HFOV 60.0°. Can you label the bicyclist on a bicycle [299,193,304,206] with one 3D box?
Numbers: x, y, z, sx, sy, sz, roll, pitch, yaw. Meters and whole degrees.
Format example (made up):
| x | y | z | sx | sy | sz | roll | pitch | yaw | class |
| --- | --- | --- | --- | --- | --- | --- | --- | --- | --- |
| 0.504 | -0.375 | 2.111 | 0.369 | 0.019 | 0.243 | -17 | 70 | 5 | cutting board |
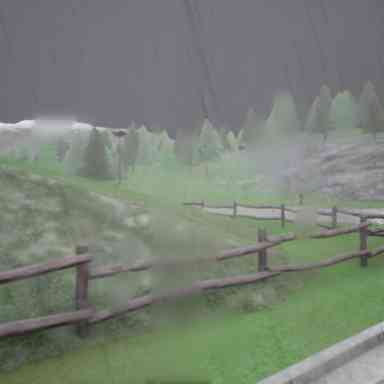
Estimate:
| x | y | z | sx | sy | sz | roll | pitch | yaw | class |
| --- | --- | --- | --- | --- | --- | --- | --- | --- | --- |
| 14.433 | 0.998 | 43.889 | 0.582 | 1.620 | 1.656 | 0 | 1 | 34 | bicyclist on a bicycle |
